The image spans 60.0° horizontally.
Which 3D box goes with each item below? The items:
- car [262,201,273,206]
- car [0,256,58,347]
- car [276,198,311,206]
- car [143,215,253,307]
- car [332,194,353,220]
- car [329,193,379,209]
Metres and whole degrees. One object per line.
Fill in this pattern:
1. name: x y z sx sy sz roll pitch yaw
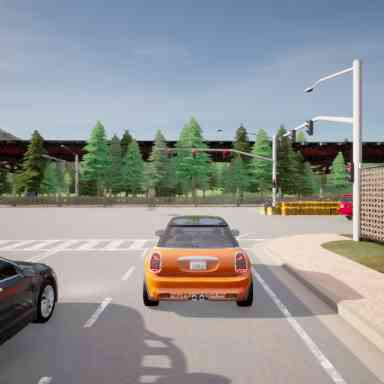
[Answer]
1. car: 11.633 1.526 43.739 4.674 1.442 1.812 0 0 -2
2. car: -3.399 1.505 4.285 1.837 1.490 4.892 0 0 0
3. car: 11.957 1.601 36.710 4.718 1.301 1.895 0 0 -3
4. car: 0.128 1.352 8.161 2.097 1.767 4.553 0 0 0
5. car: 14.395 1.223 26.118 5.566 2.045 2.150 0 0 -2
6. car: 21.333 1.221 44.037 5.566 2.045 2.150 0 0 -2
